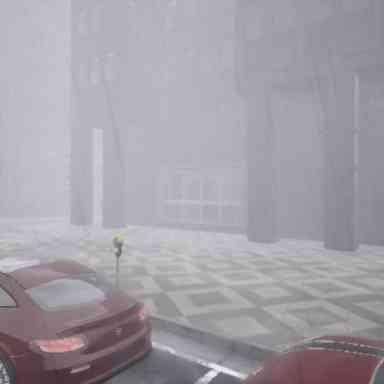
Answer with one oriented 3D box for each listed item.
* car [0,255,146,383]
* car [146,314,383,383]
[{"bbox_3d":[-2.430,1.574,4.694,4.206,1.307,1.802,0,0,36],"label":"car"},{"bbox_3d":[1.986,1.442,1.543,4.097,1.590,1.967,0,0,36],"label":"car"}]
